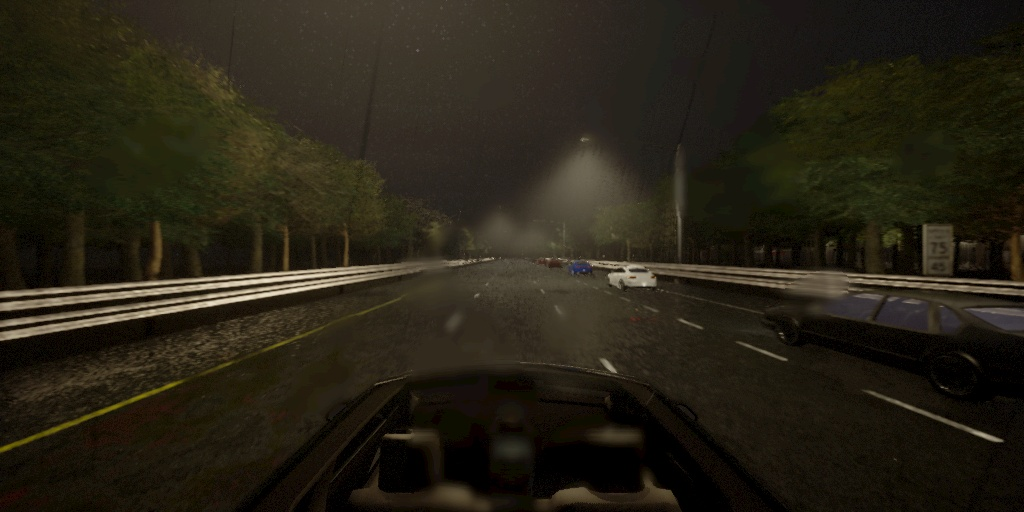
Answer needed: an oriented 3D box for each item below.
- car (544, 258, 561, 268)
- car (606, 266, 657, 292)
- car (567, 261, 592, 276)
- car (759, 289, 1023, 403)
[{"bbox_3d":[7.014,1.276,60.193,1.882,1.535,5.008,0,0,0],"label":"car"},{"bbox_3d":[6.994,1.283,21.278,1.812,1.442,4.674,0,0,0],"label":"car"},{"bbox_3d":[6.991,1.244,37.278,1.882,1.535,5.008,0,0,0],"label":"car"},{"bbox_3d":[6.999,1.300,6.308,2.033,1.411,5.357,0,0,0],"label":"car"}]
